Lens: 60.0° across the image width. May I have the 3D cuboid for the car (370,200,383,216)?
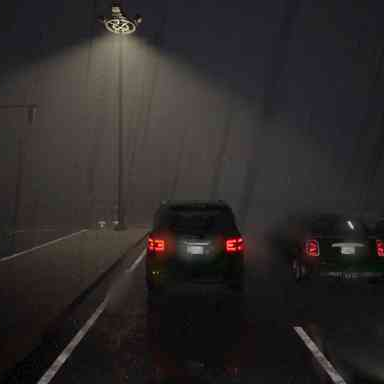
[{"bbox_3d":[20.725,1.547,32.627,5.357,1.411,2.033,0,0,1],"label":"car"}]

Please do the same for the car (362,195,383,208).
[{"bbox_3d":[7.071,1.221,8.849,2.150,2.045,5.566,0,0,0],"label":"car"}]

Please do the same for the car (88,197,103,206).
[{"bbox_3d":[-15.132,1.564,53.327,1.994,1.385,4.181,0,0,0],"label":"car"}]

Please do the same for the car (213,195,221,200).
[{"bbox_3d":[7.169,1.552,95.156,1.994,1.385,4.181,0,0,1],"label":"car"}]

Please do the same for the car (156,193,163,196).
[{"bbox_3d":[-8.057,1.540,71.508,2.033,1.411,5.357,0,0,0],"label":"car"}]

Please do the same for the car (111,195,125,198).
[{"bbox_3d":[-15.083,1.601,64.798,1.895,1.301,4.718,0,0,0],"label":"car"}]

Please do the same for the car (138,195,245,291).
[{"bbox_3d":[0.072,1.221,9.156,2.150,2.045,5.566,0,0,0],"label":"car"}]

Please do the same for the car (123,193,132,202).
[{"bbox_3d":[-15.060,1.225,75.441,2.150,2.045,5.566,0,0,0],"label":"car"}]

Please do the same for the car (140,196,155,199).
[{"bbox_3d":[-8.131,1.491,57.477,2.128,1.511,4.902,0,0,0],"label":"car"}]

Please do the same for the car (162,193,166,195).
[{"bbox_3d":[-8.014,1.199,86.808,2.150,2.045,5.566,0,0,1],"label":"car"}]

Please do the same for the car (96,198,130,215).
[{"bbox_3d":[-8.128,1.601,34.530,1.895,1.301,4.718,0,0,0],"label":"car"}]

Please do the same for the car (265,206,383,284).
[{"bbox_3d":[3.571,1.352,9.723,2.097,1.767,4.553,0,0,0],"label":"car"}]

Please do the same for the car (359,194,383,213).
[{"bbox_3d":[21.514,1.222,36.117,5.566,2.045,2.150,0,0,1],"label":"car"}]
